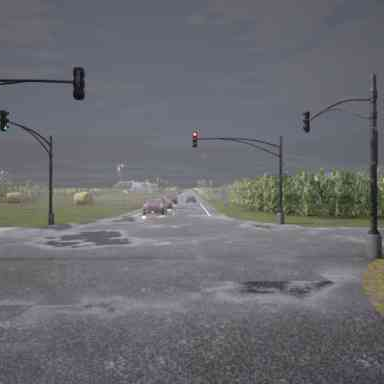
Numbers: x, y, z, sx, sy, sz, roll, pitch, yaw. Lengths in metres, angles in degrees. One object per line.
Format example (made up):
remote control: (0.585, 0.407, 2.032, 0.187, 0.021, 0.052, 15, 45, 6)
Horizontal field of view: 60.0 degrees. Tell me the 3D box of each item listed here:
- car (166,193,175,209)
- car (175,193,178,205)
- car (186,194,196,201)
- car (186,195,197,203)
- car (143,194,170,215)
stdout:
car: (-3.712, 1.310, 44.006, 2.097, 1.767, 4.553, 0, 0, 0)
car: (-3.709, 1.150, 58.158, 2.150, 2.045, 5.566, 0, 0, 2)
car: (-0.198, 1.330, 76.444, 2.128, 1.511, 4.902, 0, 0, 0)
car: (-0.120, 1.410, 66.140, 1.837, 1.490, 4.892, 0, 0, 0)
car: (-3.718, 1.325, 33.910, 2.097, 1.767, 4.553, 0, 0, 0)
